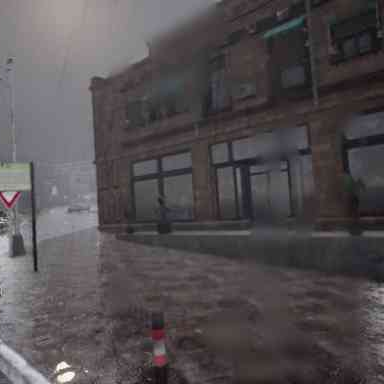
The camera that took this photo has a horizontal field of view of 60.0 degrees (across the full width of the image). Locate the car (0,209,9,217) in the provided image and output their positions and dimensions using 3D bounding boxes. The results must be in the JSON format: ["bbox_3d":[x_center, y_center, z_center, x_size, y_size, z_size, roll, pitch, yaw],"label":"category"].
[{"bbox_3d":[-28.166,3.053,46.674,4.718,1.301,1.895,-4,-3,21],"label":"car"}]

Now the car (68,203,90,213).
[{"bbox_3d":[-18.068,2.504,53.362,2.128,1.511,4.902,-4,0,7],"label":"car"}]
